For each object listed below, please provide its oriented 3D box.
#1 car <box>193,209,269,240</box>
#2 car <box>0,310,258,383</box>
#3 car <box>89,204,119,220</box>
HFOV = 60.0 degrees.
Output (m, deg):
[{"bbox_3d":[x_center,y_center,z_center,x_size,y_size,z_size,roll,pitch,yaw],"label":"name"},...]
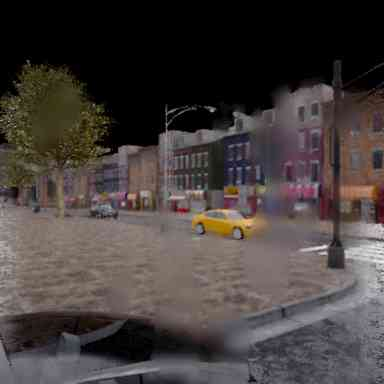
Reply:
[{"bbox_3d":[2.081,1.745,18.950,1.882,1.535,5.008,1,0,-38],"label":"car"},{"bbox_3d":[-1.490,1.563,1.747,4.313,1.339,1.947,1,0,-35],"label":"car"},{"bbox_3d":[-9.294,2.049,34.801,1.837,1.490,4.892,1,-1,-36],"label":"car"}]
